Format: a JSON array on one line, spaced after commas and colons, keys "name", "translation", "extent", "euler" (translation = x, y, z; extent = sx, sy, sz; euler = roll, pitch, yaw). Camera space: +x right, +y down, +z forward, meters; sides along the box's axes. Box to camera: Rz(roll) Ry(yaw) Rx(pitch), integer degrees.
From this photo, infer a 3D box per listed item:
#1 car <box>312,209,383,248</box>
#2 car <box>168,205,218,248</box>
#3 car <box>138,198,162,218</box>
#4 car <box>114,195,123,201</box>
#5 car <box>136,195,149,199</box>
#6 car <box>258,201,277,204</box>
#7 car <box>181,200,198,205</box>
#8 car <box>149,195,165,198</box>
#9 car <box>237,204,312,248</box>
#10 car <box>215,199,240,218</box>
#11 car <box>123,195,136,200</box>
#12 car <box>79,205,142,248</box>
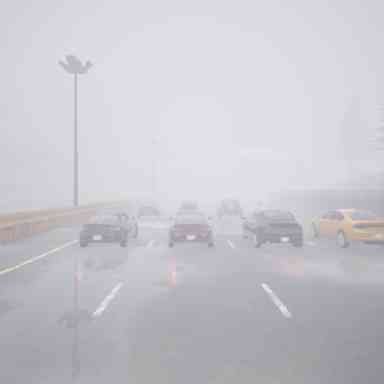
[{"name": "car", "translation": [6.933, 1.485, 14.849], "extent": [1.882, 1.535, 5.008], "euler": [0, 0, -1]}, {"name": "car", "translation": [-0.066, 1.533, 14.760], "extent": [1.812, 1.442, 4.674], "euler": [0, 0, -1]}, {"name": "car", "translation": [-3.756, 1.533, 29.715], "extent": [1.812, 1.442, 4.674], "euler": [0, 0, -1]}, {"name": "car", "translation": [-17.646, 1.503, 82.899], "extent": [1.812, 1.442, 4.674], "euler": [0, 0, 16]}, {"name": "car", "translation": [-10.999, 1.486, 80.703], "extent": [1.837, 1.490, 4.892], "euler": [0, 0, 16]}, {"name": "car", "translation": [6.743, 1.533, 29.848], "extent": [1.812, 1.442, 4.674], "euler": [0, 0, -1]}, {"name": "car", "translation": [-0.256, 1.516, 29.759], "extent": [1.837, 1.490, 4.892], "euler": [0, 0, -1]}, {"name": "car", "translation": [-7.675, 1.515, 79.606], "extent": [2.128, 1.511, 4.902], "euler": [0, 0, 16]}, {"name": "car", "translation": [3.433, 1.516, 14.805], "extent": [1.837, 1.490, 4.892], "euler": [0, 0, -1]}, {"name": "car", "translation": [3.244, 1.366, 29.773], "extent": [2.097, 1.767, 4.553], "euler": [0, 0, -1]}, {"name": "car", "translation": [-14.323, 1.460, 81.801], "extent": [1.882, 1.535, 5.008], "euler": [0, 0, 16]}, {"name": "car", "translation": [-3.566, 1.533, 14.716], "extent": [1.812, 1.442, 4.674], "euler": [0, 0, -1]}]
